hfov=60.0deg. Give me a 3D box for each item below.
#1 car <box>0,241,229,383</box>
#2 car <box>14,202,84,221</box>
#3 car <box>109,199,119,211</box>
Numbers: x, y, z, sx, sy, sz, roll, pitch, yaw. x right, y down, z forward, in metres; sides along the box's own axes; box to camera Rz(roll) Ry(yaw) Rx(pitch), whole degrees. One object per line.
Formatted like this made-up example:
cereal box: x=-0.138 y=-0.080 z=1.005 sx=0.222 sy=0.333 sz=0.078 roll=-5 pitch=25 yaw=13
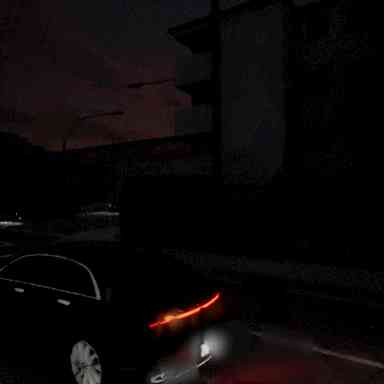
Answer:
car: x=-1.800 y=1.539 z=5.200 sx=4.892 sy=1.490 sz=1.837 roll=-1 pitch=0 yaw=35
car: x=-11.465 y=1.507 z=27.128 sx=2.033 sy=1.411 sz=5.357 roll=-1 pitch=1 yaw=32
car: x=-7.127 y=1.249 z=36.241 sx=1.837 sy=1.490 sz=4.892 roll=0 pitch=1 yaw=19
